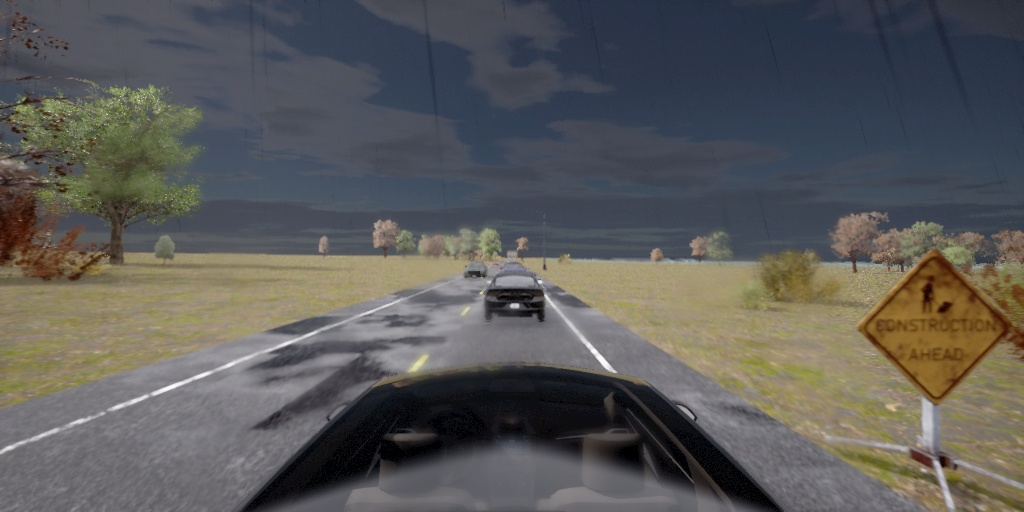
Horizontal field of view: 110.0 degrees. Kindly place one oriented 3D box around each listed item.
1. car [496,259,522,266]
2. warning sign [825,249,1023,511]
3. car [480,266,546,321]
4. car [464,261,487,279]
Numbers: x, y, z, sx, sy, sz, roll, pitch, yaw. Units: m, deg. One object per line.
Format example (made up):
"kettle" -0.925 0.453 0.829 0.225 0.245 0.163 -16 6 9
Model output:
"car" 0.095 1.270 28.397 2.097 1.767 4.553 0 0 0
"warning sign" 3.550 0.873 3.031 1.300 1.860 1.060 0 0 0
"car" 0.093 1.297 12.772 1.882 1.535 5.008 0 0 0
"car" -3.590 1.321 36.173 2.097 1.767 4.553 0 0 0
